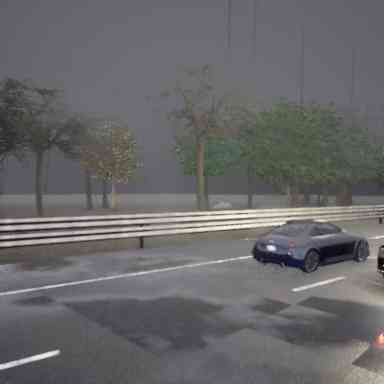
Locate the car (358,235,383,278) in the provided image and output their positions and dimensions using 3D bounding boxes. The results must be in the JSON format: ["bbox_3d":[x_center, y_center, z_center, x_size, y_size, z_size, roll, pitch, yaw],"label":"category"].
[{"bbox_3d":[6.607,1.545,8.457,4.902,1.511,2.128,0,0,-36],"label":"car"}]

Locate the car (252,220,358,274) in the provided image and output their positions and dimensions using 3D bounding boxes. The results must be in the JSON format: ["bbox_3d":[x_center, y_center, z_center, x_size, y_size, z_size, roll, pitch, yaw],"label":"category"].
[{"bbox_3d":[3.944,1.614,10.855,4.181,1.385,1.994,0,0,-36],"label":"car"}]
